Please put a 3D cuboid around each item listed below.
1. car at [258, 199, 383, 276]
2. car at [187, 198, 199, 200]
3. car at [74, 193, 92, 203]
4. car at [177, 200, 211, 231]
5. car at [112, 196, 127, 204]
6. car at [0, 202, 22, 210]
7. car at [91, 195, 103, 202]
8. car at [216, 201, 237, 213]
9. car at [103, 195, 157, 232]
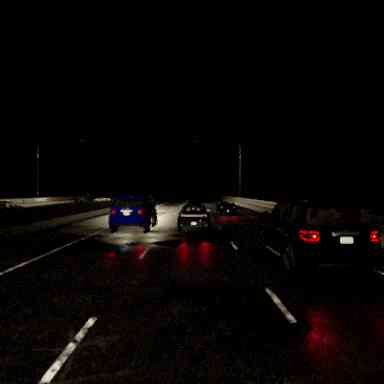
[{"bbox_3d":[3.603,1.218,10.428,2.150,2.045,5.566,0,0,0],"label":"car"},{"bbox_3d":[0.113,1.490,37.044,1.837,1.490,4.892,0,0,0],"label":"car"},{"bbox_3d":[-20.978,1.194,64.736,2.150,2.045,5.566,0,0,0],"label":"car"},{"bbox_3d":[0.107,1.485,20.395,2.128,1.511,4.902,0,0,0],"label":"car"},{"bbox_3d":[-13.986,1.473,64.585,1.837,1.490,4.892,0,0,0],"label":"car"},{"bbox_3d":[-14.090,1.484,23.934,2.128,1.511,4.902,0,0,0],"label":"car"},{"bbox_3d":[-17.481,1.570,64.483,1.895,1.301,4.718,0,0,0],"label":"car"},{"bbox_3d":[3.613,1.587,35.689,1.895,1.301,4.718,0,0,0],"label":"car"},{"bbox_3d":[-3.394,1.215,19.972,2.150,2.045,5.566,0,0,0],"label":"car"}]
